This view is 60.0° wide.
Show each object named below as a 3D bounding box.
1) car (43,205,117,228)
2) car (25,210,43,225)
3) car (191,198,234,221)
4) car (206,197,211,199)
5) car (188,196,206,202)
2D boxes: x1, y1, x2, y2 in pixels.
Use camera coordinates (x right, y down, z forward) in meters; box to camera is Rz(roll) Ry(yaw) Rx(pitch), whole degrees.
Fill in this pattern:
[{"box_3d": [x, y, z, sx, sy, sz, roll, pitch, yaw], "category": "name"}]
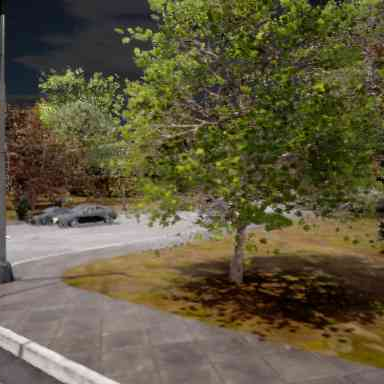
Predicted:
[{"box_3d": [-7.789, 1.718, 24.391, 2.128, 1.511, 4.902, -1, 0, 38], "category": "car"}, {"box_3d": [-10.804, 1.843, 26.211, 1.994, 1.385, 4.181, -1, 0, 38], "category": "car"}, {"box_3d": [2.432, 1.483, 25.996, 2.128, 1.511, 4.902, -1, 1, 38], "category": "car"}, {"box_3d": [4.031, 1.190, 39.650, 1.812, 1.442, 4.674, -1, 2, 38], "category": "car"}, {"box_3d": [0.743, 1.226, 41.121, 1.882, 1.535, 5.008, -1, 2, 38], "category": "car"}]
